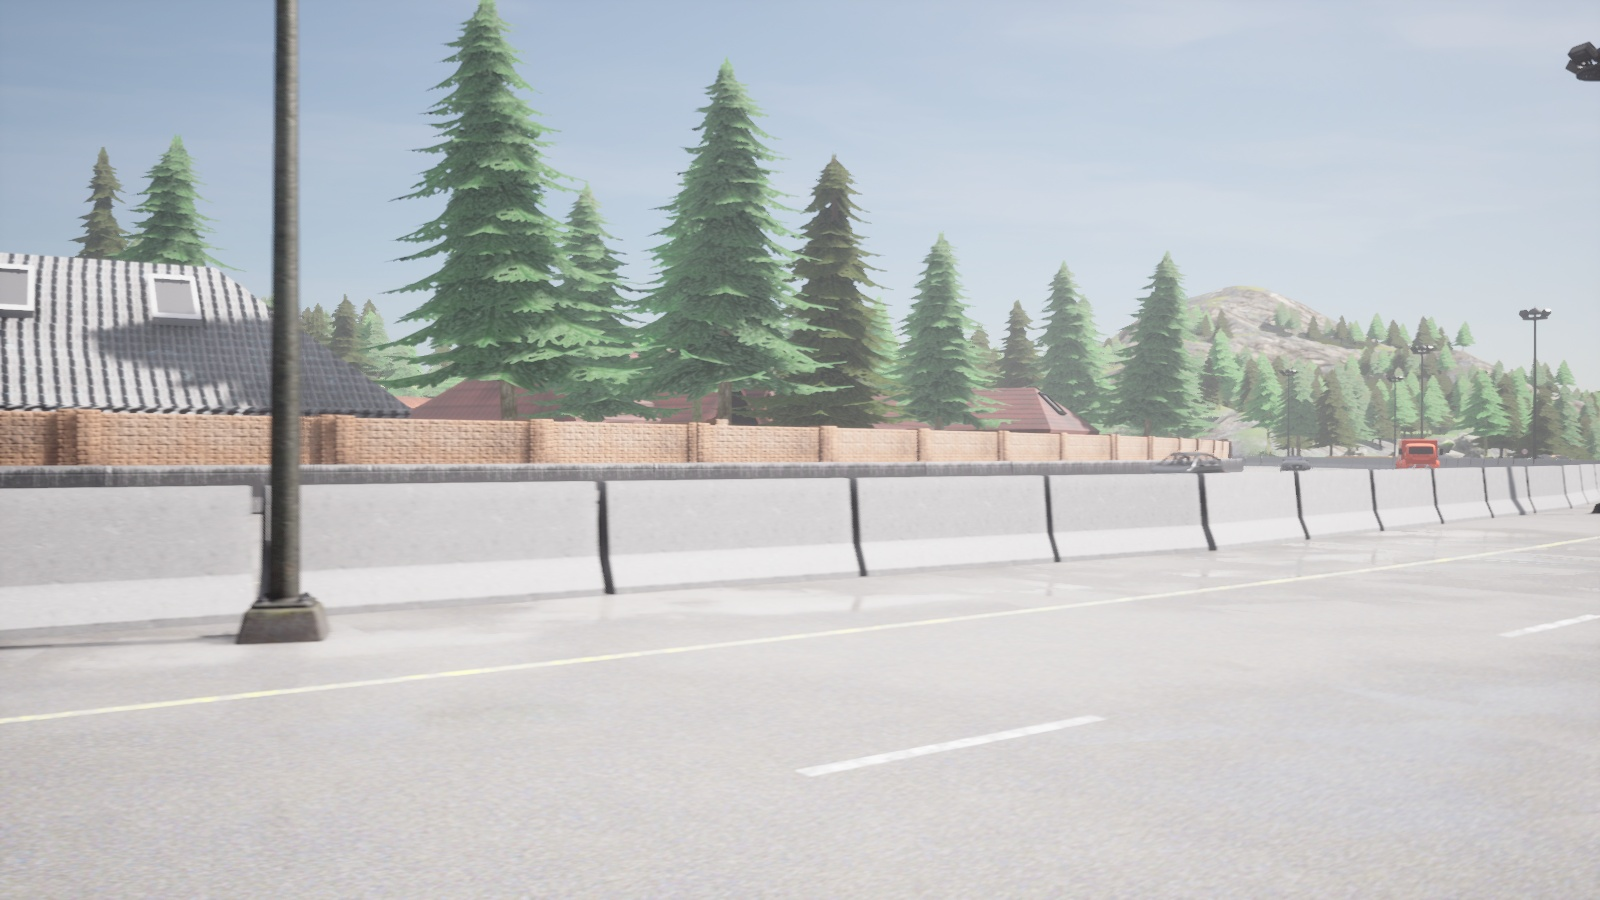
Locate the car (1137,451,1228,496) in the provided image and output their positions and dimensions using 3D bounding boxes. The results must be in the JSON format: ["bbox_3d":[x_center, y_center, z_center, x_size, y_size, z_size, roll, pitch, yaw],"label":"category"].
[{"bbox_3d":[13.749,0.812,45.035,1.789,1.549,3.705,0,0,40],"label":"car"}]

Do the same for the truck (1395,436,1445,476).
[{"bbox_3d":[39.517,0.381,80.174,2.627,2.467,5.204,0,0,23],"label":"truck"}]
